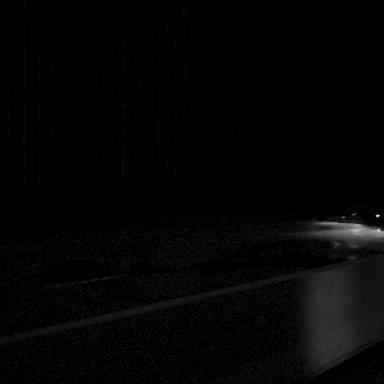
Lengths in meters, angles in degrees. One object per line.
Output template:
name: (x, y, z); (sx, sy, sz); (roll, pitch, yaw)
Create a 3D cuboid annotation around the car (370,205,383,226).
car: (14.647, 1.710, 23.033); (4.718, 1.301, 1.895); (0, 0, -35)

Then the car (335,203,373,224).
car: (13.307, 1.639, 26.375); (4.674, 1.442, 1.812); (0, 0, -35)
